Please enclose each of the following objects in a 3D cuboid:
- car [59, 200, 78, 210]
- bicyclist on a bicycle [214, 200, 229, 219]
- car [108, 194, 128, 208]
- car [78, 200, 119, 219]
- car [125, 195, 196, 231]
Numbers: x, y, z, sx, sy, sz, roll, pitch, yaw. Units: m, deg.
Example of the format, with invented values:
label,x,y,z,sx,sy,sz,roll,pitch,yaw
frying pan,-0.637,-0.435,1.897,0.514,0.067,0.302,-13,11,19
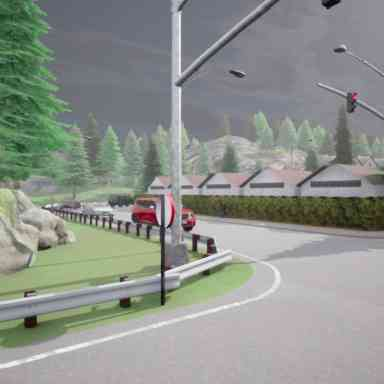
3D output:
label,x,y,z,sx,sy,sz,roll,pitch,yaw
car,-16.556,1.744,45.184,1.994,1.385,4.181,0,0,-5
bicyclist on a bicycle,2.537,1.491,28.097,1.656,1.620,0.582,0,0,-35
car,-10.940,1.394,53.205,2.150,2.045,5.566,0,0,33
car,-8.863,1.715,31.345,1.812,1.442,4.674,0,0,-35
car,-2.017,1.411,21.551,2.150,2.045,5.566,0,0,-35
